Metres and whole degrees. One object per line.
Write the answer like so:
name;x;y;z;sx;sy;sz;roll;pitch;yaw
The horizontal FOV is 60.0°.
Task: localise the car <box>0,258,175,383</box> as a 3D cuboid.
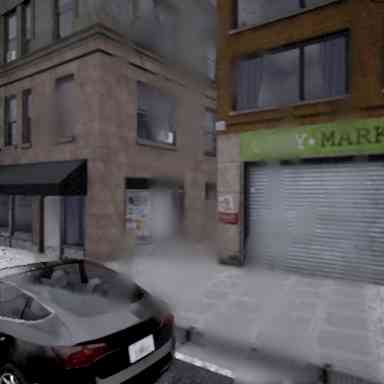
car;-2.189;1.607;4.511;4.313;1.339;1.947;-1;0;36
